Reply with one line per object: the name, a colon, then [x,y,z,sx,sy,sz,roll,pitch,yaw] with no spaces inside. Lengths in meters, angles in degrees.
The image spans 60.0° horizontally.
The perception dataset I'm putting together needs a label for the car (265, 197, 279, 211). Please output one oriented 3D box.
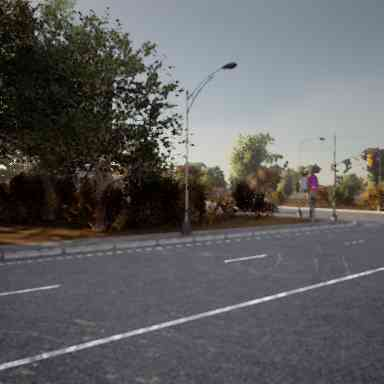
car: [8.279,1.527,41.414,2.150,2.045,5.566,1,1,-32]
